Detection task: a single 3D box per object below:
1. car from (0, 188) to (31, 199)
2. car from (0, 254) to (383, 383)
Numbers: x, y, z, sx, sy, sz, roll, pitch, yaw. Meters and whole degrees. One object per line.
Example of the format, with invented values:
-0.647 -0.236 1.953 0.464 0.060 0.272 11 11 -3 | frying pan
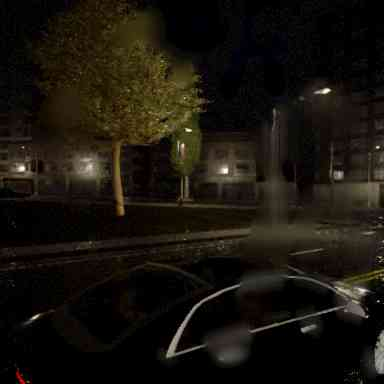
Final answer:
-23.678 0.177 43.034 5.357 1.411 2.033 1 0 12 | car
0.580 1.511 3.853 4.892 1.490 1.837 0 0 -35 | car
